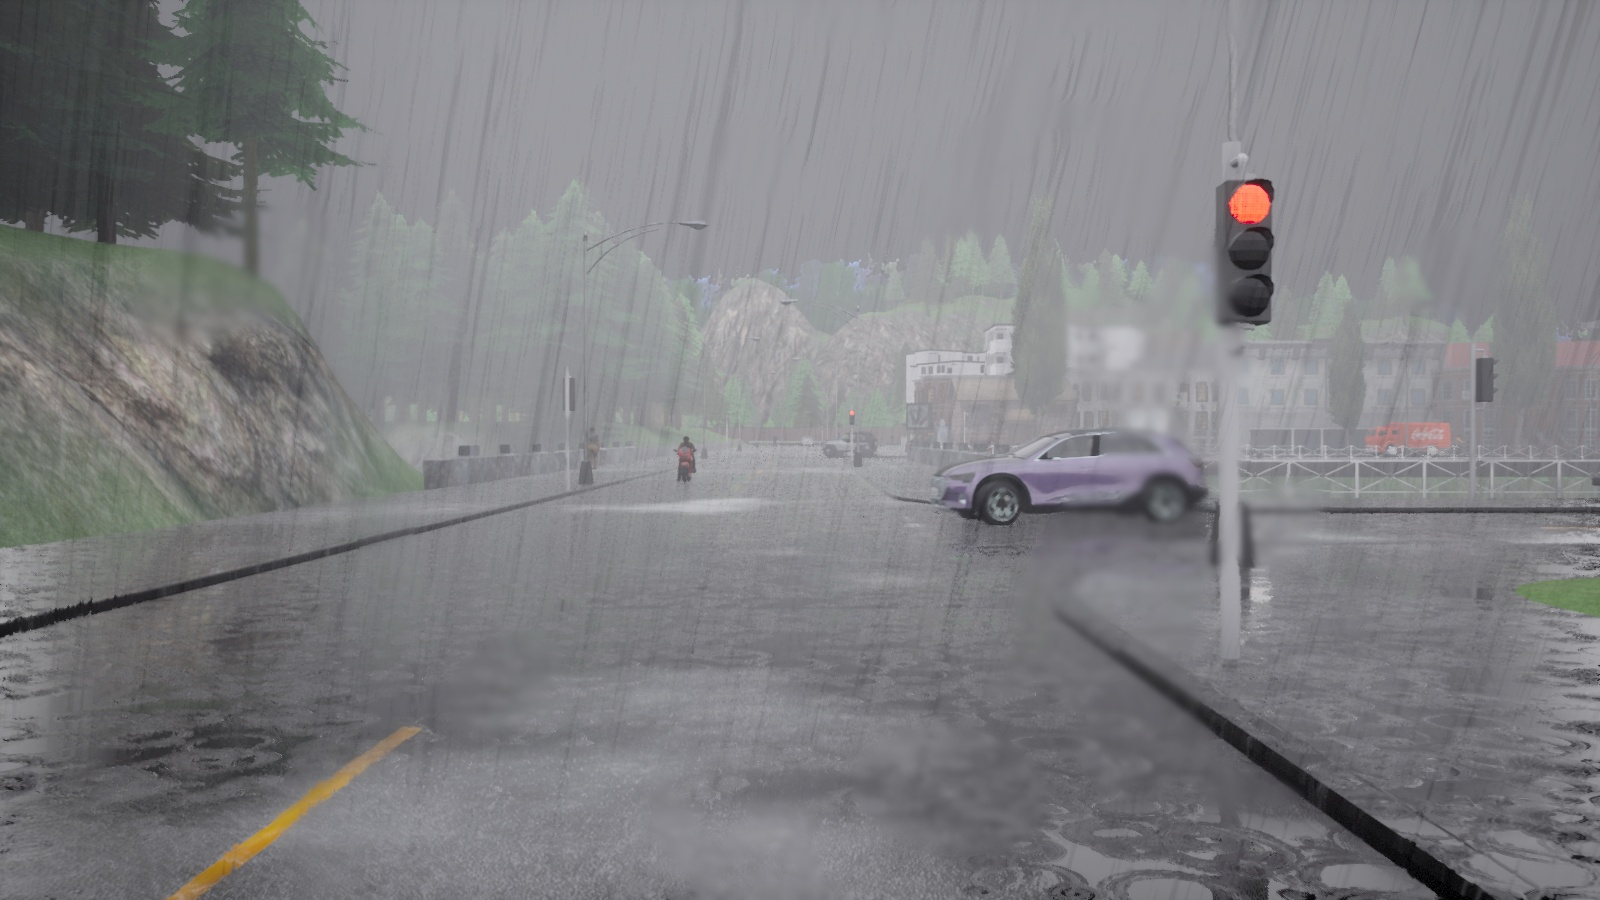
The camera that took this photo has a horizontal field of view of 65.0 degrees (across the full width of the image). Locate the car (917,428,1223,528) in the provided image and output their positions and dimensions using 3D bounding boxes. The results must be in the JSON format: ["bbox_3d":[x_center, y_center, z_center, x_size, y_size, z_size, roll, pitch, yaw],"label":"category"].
[{"bbox_3d":[4.653,0.452,22.048,4.856,1.649,2.033,0,0,-8],"label":"car"}]

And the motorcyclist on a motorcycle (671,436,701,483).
[{"bbox_3d":[-3.751,0.297,41.517,0.797,1.523,2.044,0,0,0],"label":"motorcyclist on a motorcycle"}]

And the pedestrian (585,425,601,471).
[{"bbox_3d":[-8.360,-0.074,50.674,0.540,1.848,0.694,0,1,1],"label":"pedestrian"}]

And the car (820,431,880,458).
[{"bbox_3d":[3.552,-0.379,89.414,3.866,1.878,1.905,0,1,26],"label":"car"}]

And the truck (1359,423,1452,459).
[{"bbox_3d":[42.315,-0.614,87.881,5.204,2.467,2.627,0,1,0],"label":"truck"}]
